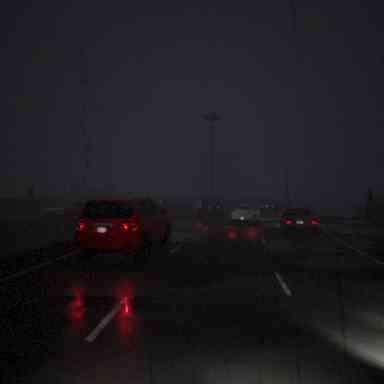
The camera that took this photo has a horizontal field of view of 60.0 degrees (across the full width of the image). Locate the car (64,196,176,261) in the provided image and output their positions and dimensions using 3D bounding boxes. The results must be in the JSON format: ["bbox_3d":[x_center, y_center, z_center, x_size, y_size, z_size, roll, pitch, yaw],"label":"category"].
[{"bbox_3d":[-2.301,1.222,12.531,2.150,2.045,5.566,0,0,8],"label":"car"}]

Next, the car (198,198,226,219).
[{"bbox_3d":[2.140,1.377,30.075,2.097,1.767,4.553,0,0,19],"label":"car"}]

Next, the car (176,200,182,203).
[{"bbox_3d":[-2.539,1.564,37.928,2.033,1.411,5.357,0,0,23],"label":"car"}]

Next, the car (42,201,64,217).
[{"bbox_3d":[-10.005,1.464,27.159,1.882,1.535,5.008,0,0,16],"label":"car"}]

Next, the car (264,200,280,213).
[{"bbox_3d":[9.153,1.599,37.938,2.033,1.411,5.357,0,0,25],"label":"car"}]

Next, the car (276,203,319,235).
[{"bbox_3d":[6.062,1.578,19.058,2.033,1.411,5.357,0,0,14],"label":"car"}]

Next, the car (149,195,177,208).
[{"bbox_3d":[-4.286,1.369,50.344,2.097,1.767,4.553,0,0,29],"label":"car"}]

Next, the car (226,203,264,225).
[{"bbox_3d":[3.990,1.554,24.534,1.812,1.442,4.674,0,0,16],"label":"car"}]
